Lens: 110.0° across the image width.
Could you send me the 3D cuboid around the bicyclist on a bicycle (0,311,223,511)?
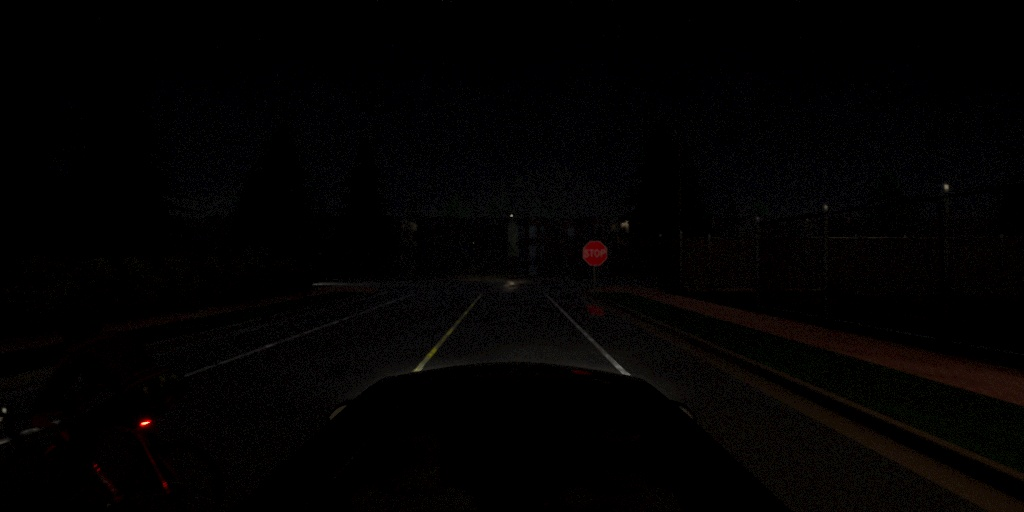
[{"bbox_3d":[-2.880,1.211,2.537,1.656,1.620,0.582,-2,-1,0],"label":"bicyclist on a bicycle"}]
